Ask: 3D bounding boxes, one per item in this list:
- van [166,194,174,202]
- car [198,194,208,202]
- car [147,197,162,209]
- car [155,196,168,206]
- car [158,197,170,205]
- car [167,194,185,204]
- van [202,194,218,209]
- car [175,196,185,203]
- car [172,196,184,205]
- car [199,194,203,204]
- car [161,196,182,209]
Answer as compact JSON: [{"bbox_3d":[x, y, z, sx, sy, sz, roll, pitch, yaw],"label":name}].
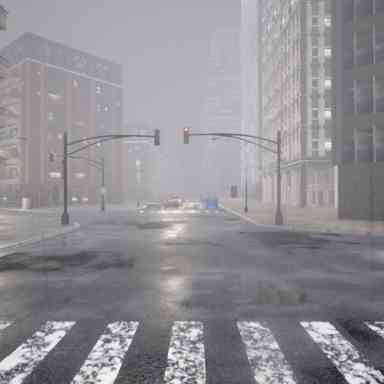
[{"bbox_3d":[-5.140,1.473,79.224,1.690,1.788,3.998,0,0,0],"label":"van"},{"bbox_3d":[2.750,1.467,84.761,2.192,1.841,5.009,0,0,0],"label":"car"},{"bbox_3d":[-5.213,1.570,45.740,1.752,1.417,4.829,0,0,0],"label":"car"},{"bbox_3d":[-5.189,1.509,57.016,1.967,1.590,4.097,0,0,0],"label":"car"},{"bbox_3d":[-5.177,1.650,62.568,1.947,1.339,4.313,0,0,0],"label":"car"},{"bbox_3d":[-2.706,1.414,54.165,2.097,1.767,4.553,0,0,0],"label":"car"},{"bbox_3d":[2.668,1.386,45.893,1.690,1.788,3.998,0,0,0],"label":"van"},{"bbox_3d":[-2.590,1.668,73.887,1.994,1.385,4.181,0,0,0],"label":"car"},{"bbox_3d":[-2.658,1.579,64.005,2.128,1.511,4.902,0,0,1],"label":"car"},{"bbox_3d":[2.715,1.644,68.102,1.887,1.381,4.507,0,0,0],"label":"car"},{"bbox_3d":[-2.731,1.644,45.039,1.895,1.301,4.718,0,0,0],"label":"car"}]
